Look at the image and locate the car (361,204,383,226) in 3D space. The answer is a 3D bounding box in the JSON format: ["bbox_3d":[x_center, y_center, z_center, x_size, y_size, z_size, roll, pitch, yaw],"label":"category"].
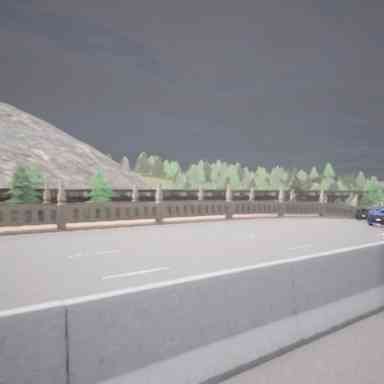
[{"bbox_3d":[13.774,1.566,22.404,5.008,1.535,1.882,2,-1,-35],"label":"car"}]

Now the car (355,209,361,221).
[{"bbox_3d":[15.815,1.770,28.150,5.008,1.535,1.882,4,-2,-35],"label":"car"}]
